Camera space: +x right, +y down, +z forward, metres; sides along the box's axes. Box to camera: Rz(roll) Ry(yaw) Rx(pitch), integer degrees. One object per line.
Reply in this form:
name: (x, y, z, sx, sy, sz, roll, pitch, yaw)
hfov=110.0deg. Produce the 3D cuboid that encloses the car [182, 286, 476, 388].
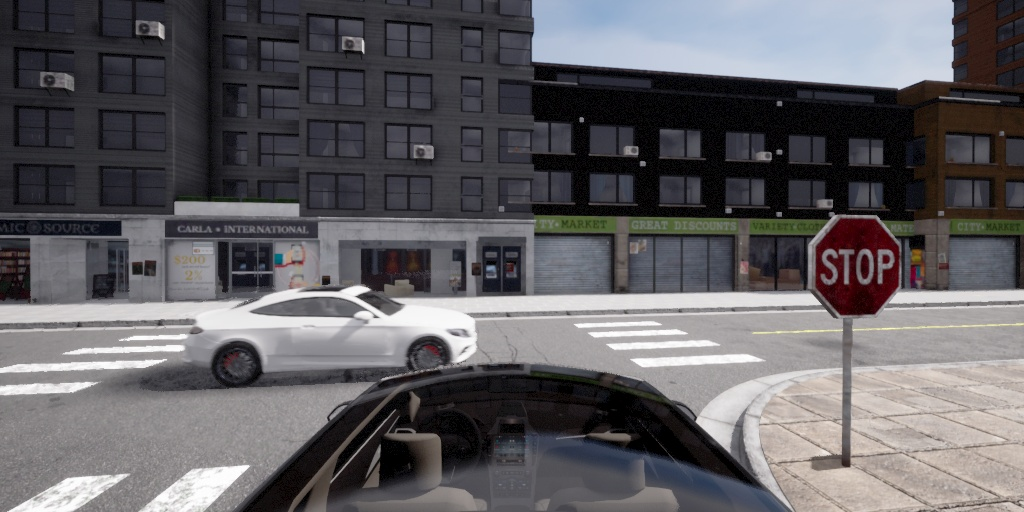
car: (-3.002, 1.273, 6.458, 4.674, 1.442, 1.812, 0, 0, -8)
